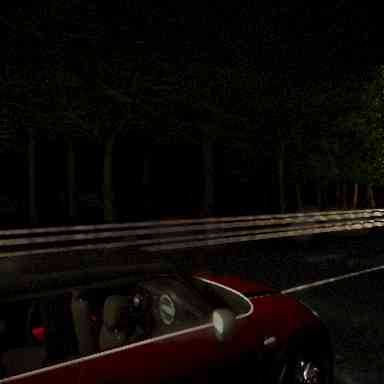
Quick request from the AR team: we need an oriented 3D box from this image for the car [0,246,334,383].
[{"bbox_3d":[-0.654,1.347,3.225,4.553,1.767,2.097,0,0,-35],"label":"car"}]
